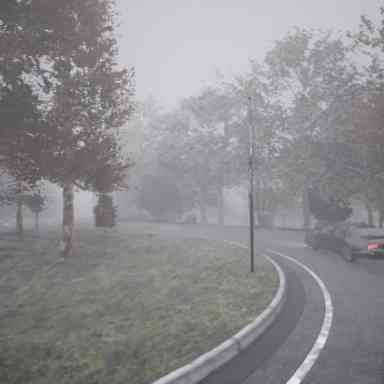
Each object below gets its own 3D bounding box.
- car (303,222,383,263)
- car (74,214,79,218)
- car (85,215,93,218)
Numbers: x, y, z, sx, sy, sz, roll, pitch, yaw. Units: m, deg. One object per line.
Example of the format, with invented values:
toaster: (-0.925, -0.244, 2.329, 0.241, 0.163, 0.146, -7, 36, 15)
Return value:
car: (6.597, 1.979, 13.949, 2.033, 1.411, 5.357, 0, -1, -5)
car: (-27.609, 5.928, 77.881, 1.837, 1.490, 4.892, 0, -6, -12)
car: (-24.356, 6.091, 79.383, 1.895, 1.301, 4.718, 0, -6, -12)
